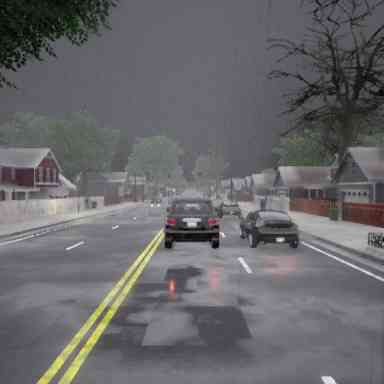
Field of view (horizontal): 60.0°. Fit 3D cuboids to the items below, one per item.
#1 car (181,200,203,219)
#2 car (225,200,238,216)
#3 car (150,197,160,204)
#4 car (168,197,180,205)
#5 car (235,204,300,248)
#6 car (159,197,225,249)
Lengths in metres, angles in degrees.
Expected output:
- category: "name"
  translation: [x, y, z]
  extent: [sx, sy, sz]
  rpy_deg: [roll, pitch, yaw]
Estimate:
- category: "car"
  translation: [0.000, 1.532, 29.652]
  extent: [1.812, 1.442, 4.674]
  rpy_deg: [0, 0, 0]
- category: "car"
  translation: [3.250, 1.495, 29.652]
  extent: [2.128, 1.511, 4.902]
  rpy_deg: [0, 0, 0]
- category: "car"
  translation: [-6.500, 1.601, 61.653]
  extent: [2.033, 1.411, 5.357]
  rpy_deg: [0, 0, 0]
- category: "car"
  translation: [-3.250, 1.599, 61.653]
  extent: [1.994, 1.385, 4.181]
  rpy_deg: [0, 0, 0]
- category: "car"
  translation: [3.250, 1.514, 14.651]
  extent: [1.837, 1.490, 4.892]
  rpy_deg: [0, 0, 0]
- category: "car"
  translation: [0.000, 1.255, 14.680]
  extent: [2.150, 2.045, 5.566]
  rpy_deg: [0, 0, 0]
